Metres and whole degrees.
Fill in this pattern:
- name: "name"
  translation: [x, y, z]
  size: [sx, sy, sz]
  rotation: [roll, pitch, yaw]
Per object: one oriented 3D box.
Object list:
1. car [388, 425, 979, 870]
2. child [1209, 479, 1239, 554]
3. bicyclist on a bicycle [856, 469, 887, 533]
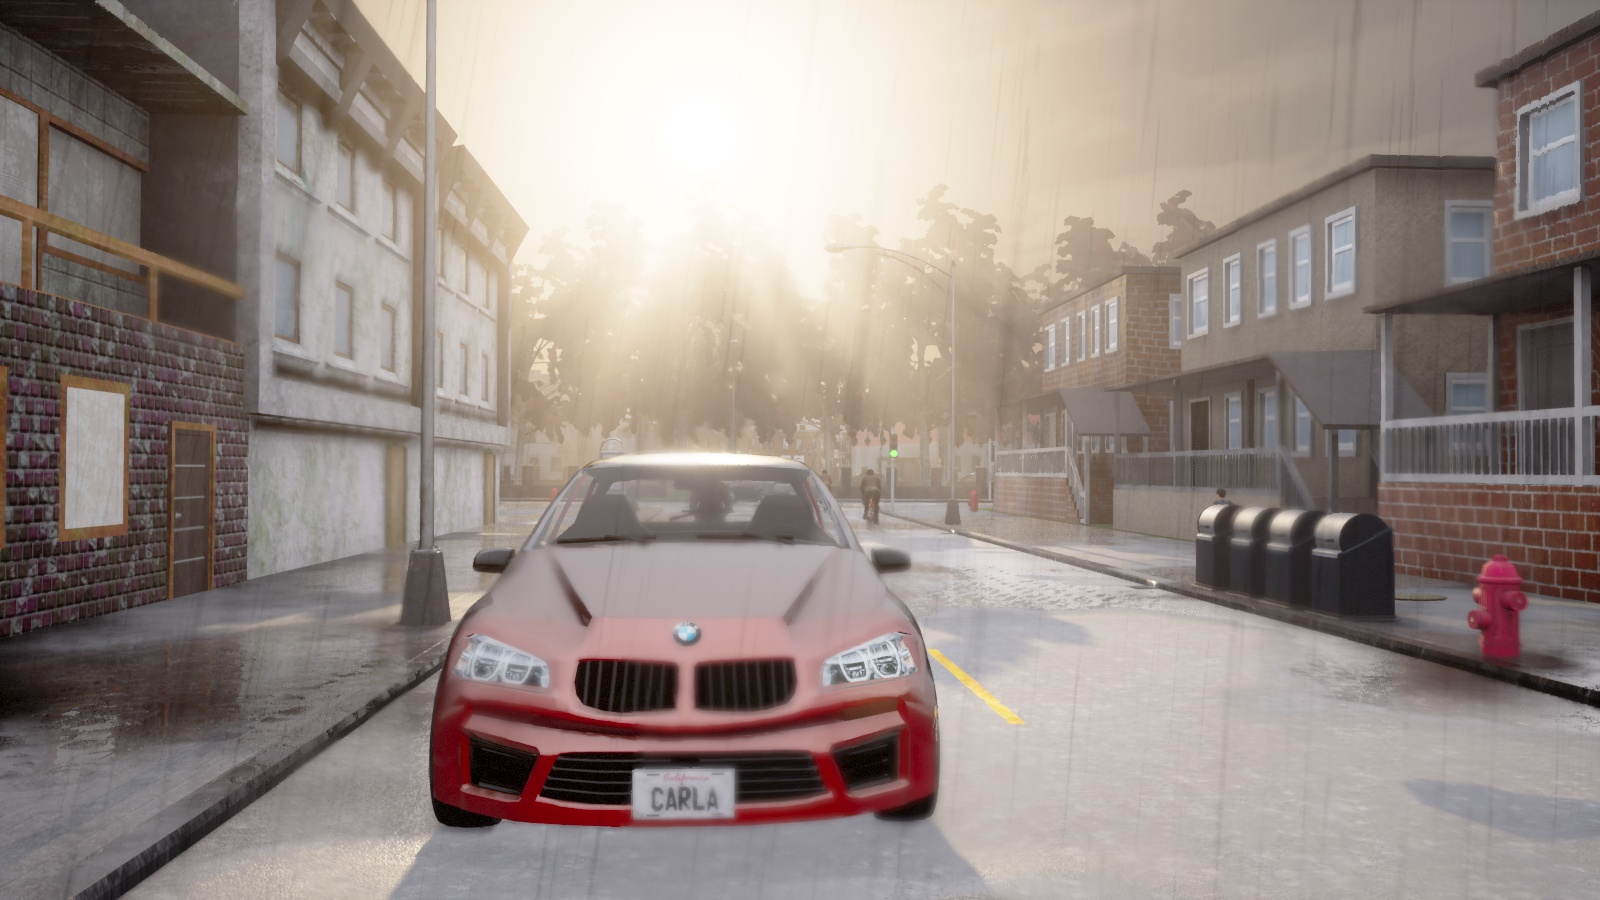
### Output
- name: "car"
  translation: [-0.578, 0.780, 7.099]
  size: [2.242, 1.667, 4.611]
  rotation: [0, -1, -4]
- name: "child"
  translation: [7.237, 1.135, 21.442]
  size: [0.270, 1.263, 0.437]
  rotation: [0, -1, -17]
- name: "bicyclist on a bicycle"
  translation: [1.842, 1.304, 32.470]
  size: [0.582, 1.620, 1.656]
  rotation: [0, -1, -4]
